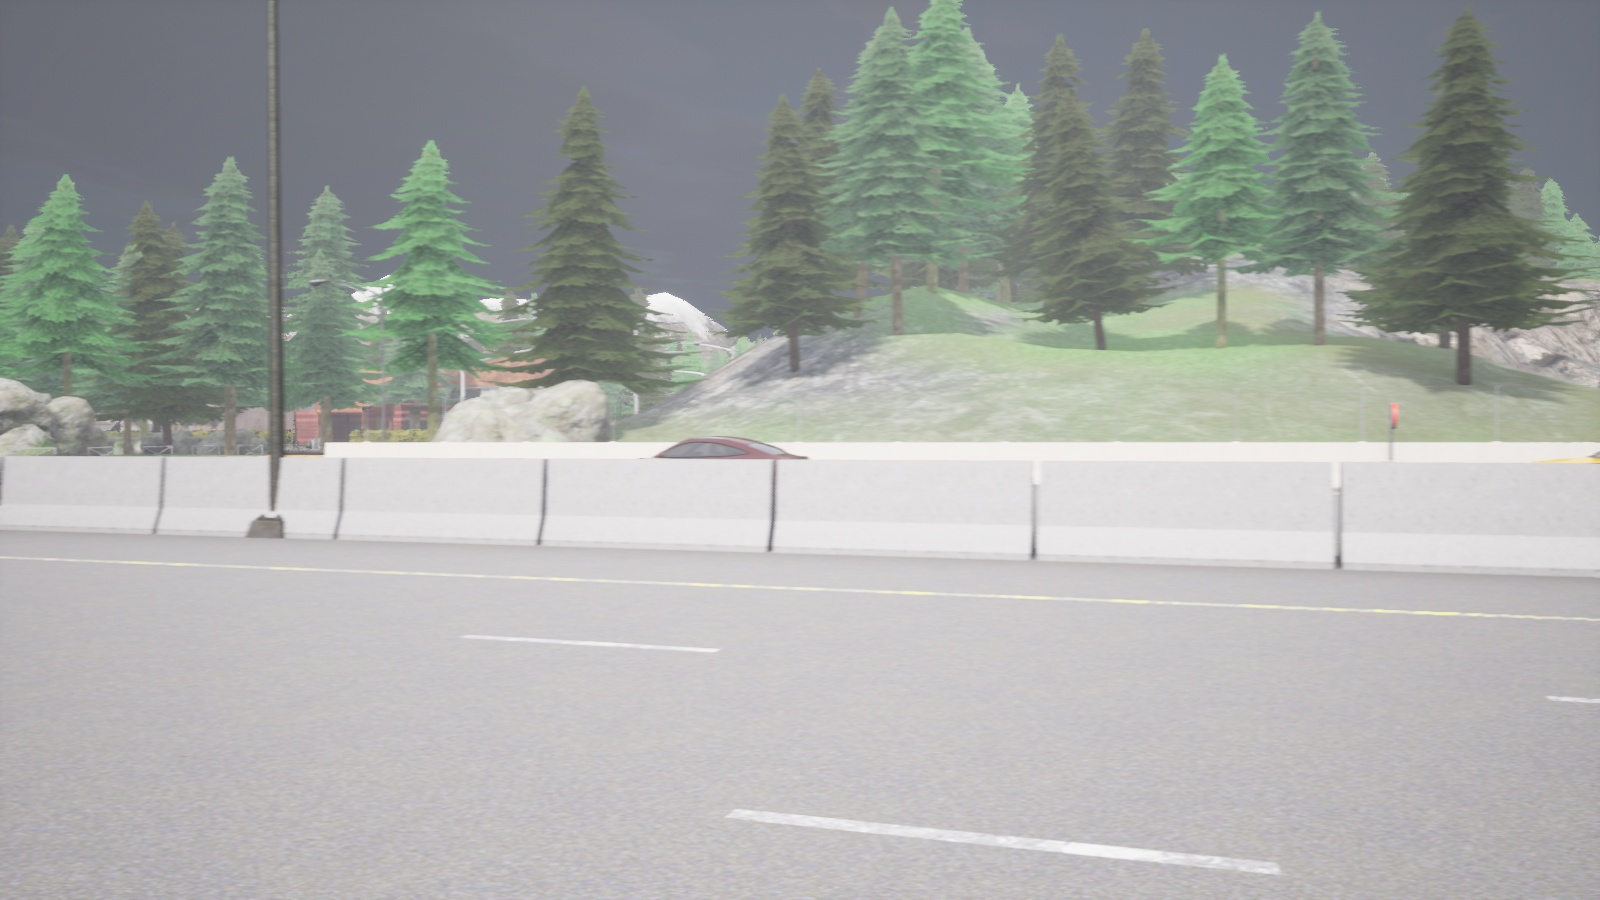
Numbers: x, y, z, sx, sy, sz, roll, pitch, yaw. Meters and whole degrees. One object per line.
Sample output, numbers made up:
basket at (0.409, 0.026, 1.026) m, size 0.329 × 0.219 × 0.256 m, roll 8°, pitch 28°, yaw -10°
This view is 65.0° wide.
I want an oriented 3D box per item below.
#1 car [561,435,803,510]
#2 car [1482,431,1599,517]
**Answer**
car at (-2.443, 0.421, 26.170) m, size 4.674 × 1.442 × 1.812 m, roll 1°, pitch 1°, yaw 19°
car at (16.030, 0.450, 23.646) m, size 5.366 × 1.575 × 1.801 m, roll 1°, pitch 1°, yaw 19°
